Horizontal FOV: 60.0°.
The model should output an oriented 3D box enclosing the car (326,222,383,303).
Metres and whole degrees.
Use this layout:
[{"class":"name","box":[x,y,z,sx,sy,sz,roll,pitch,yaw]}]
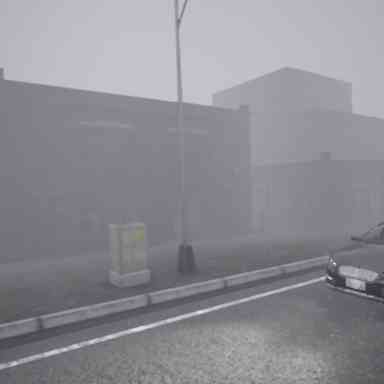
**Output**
[{"class":"car","box":[5.017,1.413,7.574,4.902,1.511,2.128,-1,0,-35]}]
